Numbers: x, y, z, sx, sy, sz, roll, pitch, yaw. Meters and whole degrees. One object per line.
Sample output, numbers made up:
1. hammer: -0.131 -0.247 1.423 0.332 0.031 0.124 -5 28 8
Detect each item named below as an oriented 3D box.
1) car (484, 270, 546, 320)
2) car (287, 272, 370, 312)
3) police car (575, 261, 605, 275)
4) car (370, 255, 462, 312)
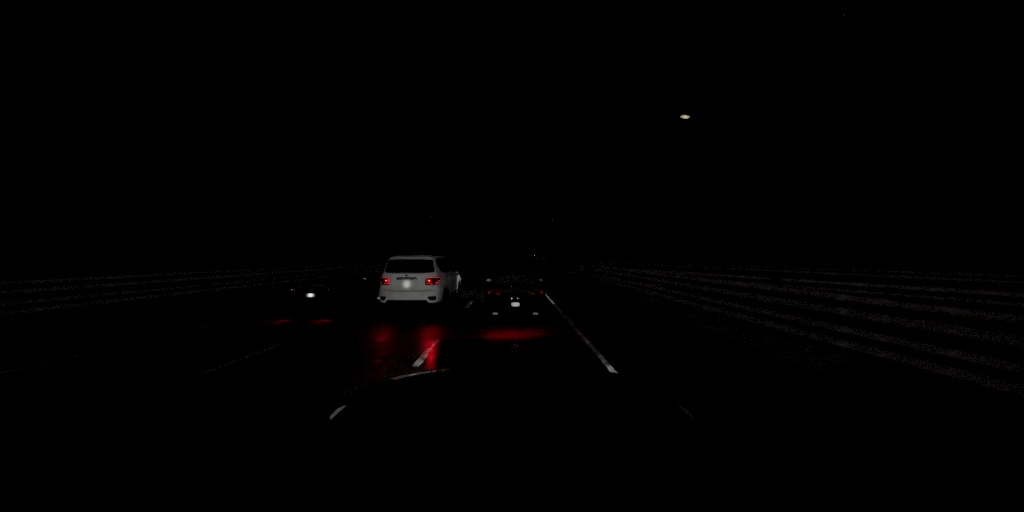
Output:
1. car: 0.102 1.227 12.718 1.882 1.535 5.008 0 0 0
2. car: -6.899 1.314 14.285 1.994 1.385 4.181 0 0 0
3. police car: 8.541 1.299 39.771 2.038 1.542 4.974 0 0 -10
4. car: -3.399 0.971 14.266 2.150 2.045 5.566 0 0 0
